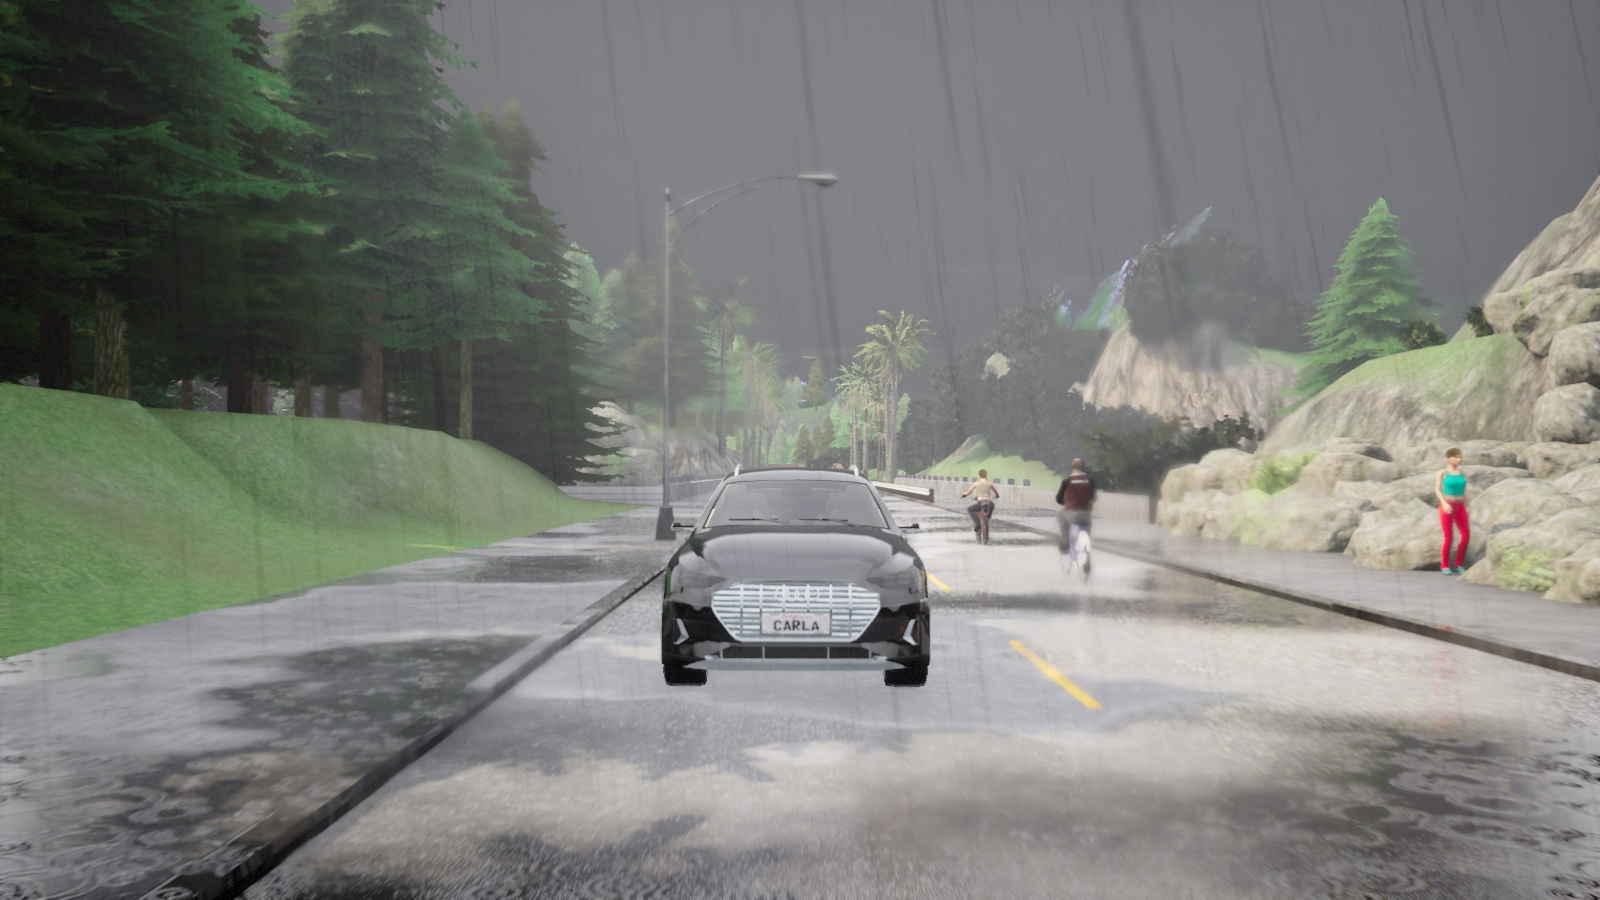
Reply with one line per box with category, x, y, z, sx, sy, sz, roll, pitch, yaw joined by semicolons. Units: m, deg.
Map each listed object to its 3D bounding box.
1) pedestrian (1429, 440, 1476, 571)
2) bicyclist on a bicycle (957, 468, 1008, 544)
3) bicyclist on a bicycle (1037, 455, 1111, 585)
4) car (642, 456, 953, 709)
pedestrian;9.341;0.788;17.991;0.345;1.836;0.594;0;-1;0
bicyclist on a bicycle;3.941;1.192;27.286;0.866;1.612;1.509;0;-1;0
bicyclist on a bicycle;3.957;0.973;18.246;0.659;1.776;1.843;0;0;0
car;-0.025;0.925;10.677;2.033;1.649;4.856;0;-1;0
